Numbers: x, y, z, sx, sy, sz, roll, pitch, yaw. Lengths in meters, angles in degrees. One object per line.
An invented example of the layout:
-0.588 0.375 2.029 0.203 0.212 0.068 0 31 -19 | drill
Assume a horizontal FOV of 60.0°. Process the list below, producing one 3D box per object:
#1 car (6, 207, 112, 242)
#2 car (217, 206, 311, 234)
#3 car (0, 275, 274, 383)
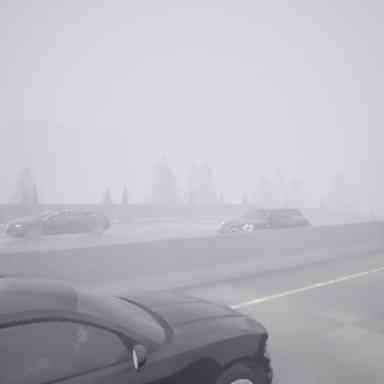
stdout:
-6.468 1.529 16.576 4.902 1.511 2.128 1 0 -36 | car
3.289 1.453 14.938 4.553 1.767 2.097 1 0 -35 | car
-1.457 1.480 2.708 5.008 1.535 1.882 1 0 -36 | car
